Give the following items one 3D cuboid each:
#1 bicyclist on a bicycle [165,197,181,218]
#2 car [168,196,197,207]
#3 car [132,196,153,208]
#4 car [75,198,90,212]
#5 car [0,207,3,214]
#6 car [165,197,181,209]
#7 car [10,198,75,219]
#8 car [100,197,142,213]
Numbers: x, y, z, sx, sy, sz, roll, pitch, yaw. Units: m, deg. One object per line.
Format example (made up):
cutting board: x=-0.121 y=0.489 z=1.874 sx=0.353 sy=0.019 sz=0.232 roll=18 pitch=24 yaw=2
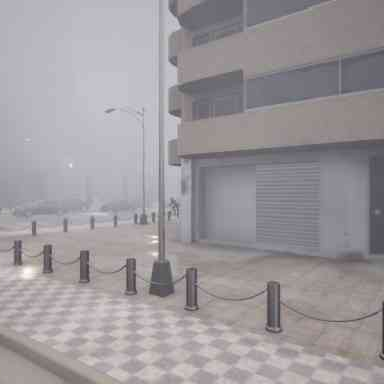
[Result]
bicyclist on a bicycle: x=-1.503 y=1.246 z=26.473 sx=1.656 sy=1.620 sz=0.582 roll=0 pitch=0 yaw=36
car: x=-1.382 y=1.449 z=51.286 sx=1.837 sy=1.490 sz=4.892 roll=0 pitch=0 yaw=36
car: x=-7.236 y=1.296 z=43.234 sx=2.097 sy=1.767 sz=4.553 roll=0 pitch=0 yaw=36
car: x=-13.100 y=1.449 z=35.149 sx=1.837 sy=1.490 sz=4.892 roll=0 pitch=0 yaw=36
car: x=-18.580 y=1.545 z=27.608 sx=1.895 sy=1.301 sz=4.718 roll=0 pitch=0 yaw=36
car: x=-2.118 y=1.508 z=44.334 sx=1.994 sy=1.385 sz=4.181 roll=0 pitch=0 yaw=36
car: x=-13.203 y=1.436 z=29.043 sx=2.128 sy=1.511 sz=4.902 roll=0 pitch=0 yaw=36
car: x=-7.972 y=1.508 z=36.262 sx=1.994 sy=1.385 sz=4.181 roll=0 pitch=0 yaw=36
